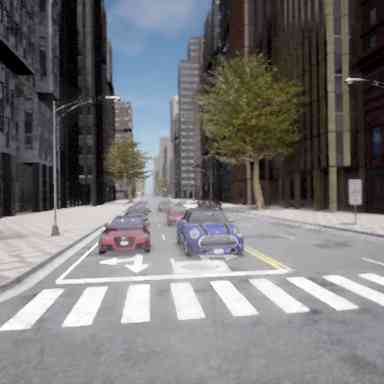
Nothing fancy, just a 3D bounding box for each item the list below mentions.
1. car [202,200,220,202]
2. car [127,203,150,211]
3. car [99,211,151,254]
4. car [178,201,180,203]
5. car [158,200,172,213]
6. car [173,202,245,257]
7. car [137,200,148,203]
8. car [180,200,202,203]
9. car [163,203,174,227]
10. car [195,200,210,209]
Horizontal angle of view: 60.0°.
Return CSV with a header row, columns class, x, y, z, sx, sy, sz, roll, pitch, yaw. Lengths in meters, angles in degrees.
class,x,y,z,sx,sy,sz,roll,pitch,yaw
car,3.020,1.964,46.249,1.837,1.490,4.892,-1,-1,-7
car,-4.328,1.856,26.268,1.837,1.490,4.892,-1,-1,-7
car,-2.788,1.765,14.486,1.994,1.385,4.181,-1,-1,-7
car,-1.502,2.176,55.573,2.033,1.411,5.357,-1,-1,-7
car,-3.595,1.908,46.254,2.097,1.767,4.553,-1,-1,-7
car,0.608,1.494,13.752,2.097,1.767,4.553,-1,-1,-8
car,-6.881,1.958,46.355,2.097,1.767,4.553,-1,-1,-7
car,-0.181,2.027,45.797,1.812,1.442,4.674,-1,-1,-7
car,-1.015,1.823,25.883,1.812,1.442,4.674,-1,-1,-7
car,1.666,2.116,56.407,1.812,1.442,4.674,-1,-1,-7
